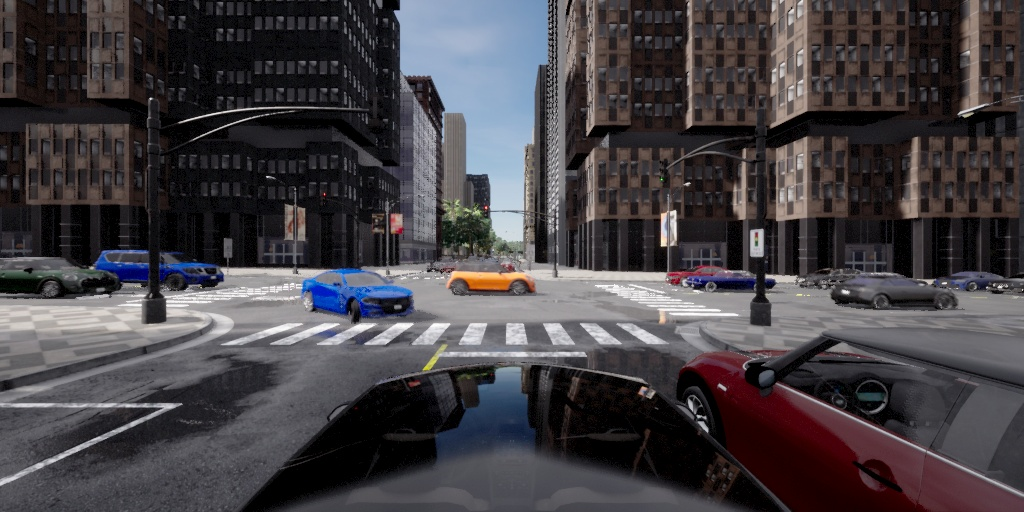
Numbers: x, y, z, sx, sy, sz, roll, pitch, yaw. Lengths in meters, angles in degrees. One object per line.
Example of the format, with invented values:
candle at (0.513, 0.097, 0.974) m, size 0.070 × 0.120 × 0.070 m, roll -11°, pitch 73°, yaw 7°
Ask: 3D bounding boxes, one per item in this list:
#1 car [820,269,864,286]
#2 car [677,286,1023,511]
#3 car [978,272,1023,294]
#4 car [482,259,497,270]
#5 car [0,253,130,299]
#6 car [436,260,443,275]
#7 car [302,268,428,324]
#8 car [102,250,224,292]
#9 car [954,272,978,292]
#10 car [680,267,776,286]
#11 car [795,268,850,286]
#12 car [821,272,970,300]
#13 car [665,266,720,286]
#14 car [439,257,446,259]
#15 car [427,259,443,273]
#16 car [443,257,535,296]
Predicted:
car at (22.692, 1.701, 22.502) m, size 4.718 × 1.301 × 1.895 m, roll 1°, pitch 0°, yaw 0°
car at (2.764, 1.190, 2.356) m, size 1.967 × 1.591 × 4.097 m, roll 0°, pitch 0°, yaw 0°
car at (33.100, 1.757, 22.554) m, size 4.892 × 1.490 × 1.837 m, roll 1°, pitch 0°, yaw 0°
car at (-3.338, 1.258, 53.829) m, size 1.882 × 1.535 × 5.008 m, roll 0°, pitch 0°, yaw 0°
car at (-20.097, 0.851, 15.552) m, size 4.553 × 1.767 × 2.097 m, roll 1°, pitch 0°, yaw 0°
car at (-6.463, 1.347, 38.521) m, size 1.895 × 1.301 × 4.718 m, roll 0°, pitch 0°, yaw 1°
car at (-5.281, 1.208, 12.129) m, size 5.008 × 1.535 × 1.882 m, roll 1°, pitch -1°, yaw 39°
car at (-18.441, 0.740, 18.808) m, size 5.566 × 2.045 × 2.150 m, roll 1°, pitch 0°, yaw 0°
car at (33.112, 1.812, 25.810) m, size 4.181 × 1.385 × 1.994 m, roll 1°, pitch 0°, yaw -1°
car at (13.526, 1.569, 22.447) m, size 4.718 × 1.301 × 1.895 m, roll 1°, pitch 0°, yaw 0°
car at (23.135, 1.608, 25.752) m, size 4.892 × 1.490 × 1.837 m, roll 1°, pitch 0°, yaw 0°
car at (16.658, 1.585, 15.766) m, size 4.181 × 1.385 × 1.994 m, roll 1°, pitch 0°, yaw 0°
car at (13.644, 1.443, 25.704) m, size 5.008 × 1.535 × 1.882 m, roll 1°, pitch 0°, yaw 0°
car at (-9.166, 1.085, 49.120) m, size 2.192 × 1.841 × 5.009 m, roll 0°, pitch 0°, yaw 0°
car at (-9.131, 1.324, 43.694) m, size 1.948 × 1.339 × 4.313 m, roll 0°, pitch 0°, yaw 0°
car at (-1.044, 1.115, 18.912) m, size 4.553 × 1.767 × 2.097 m, roll 1°, pitch 0°, yaw 0°
